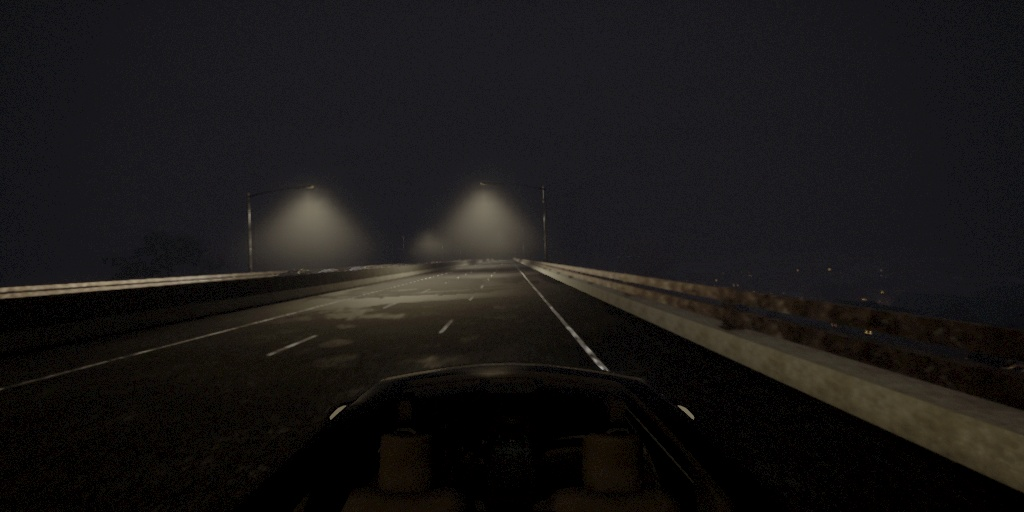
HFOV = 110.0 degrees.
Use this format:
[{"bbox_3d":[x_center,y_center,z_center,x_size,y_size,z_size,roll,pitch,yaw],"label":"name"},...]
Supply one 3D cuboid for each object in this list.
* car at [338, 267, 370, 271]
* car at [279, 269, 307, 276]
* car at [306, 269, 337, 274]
[{"bbox_3d":[-18.034,2.009,42.193,2.128,1.511,4.902,-2,0,-1],"label":"car"},{"bbox_3d":[-25.028,2.261,41.652,1.837,1.490,4.892,-2,-1,0],"label":"car"},{"bbox_3d":[-21.528,2.230,41.984,1.895,1.301,4.718,-2,0,-1],"label":"car"}]
